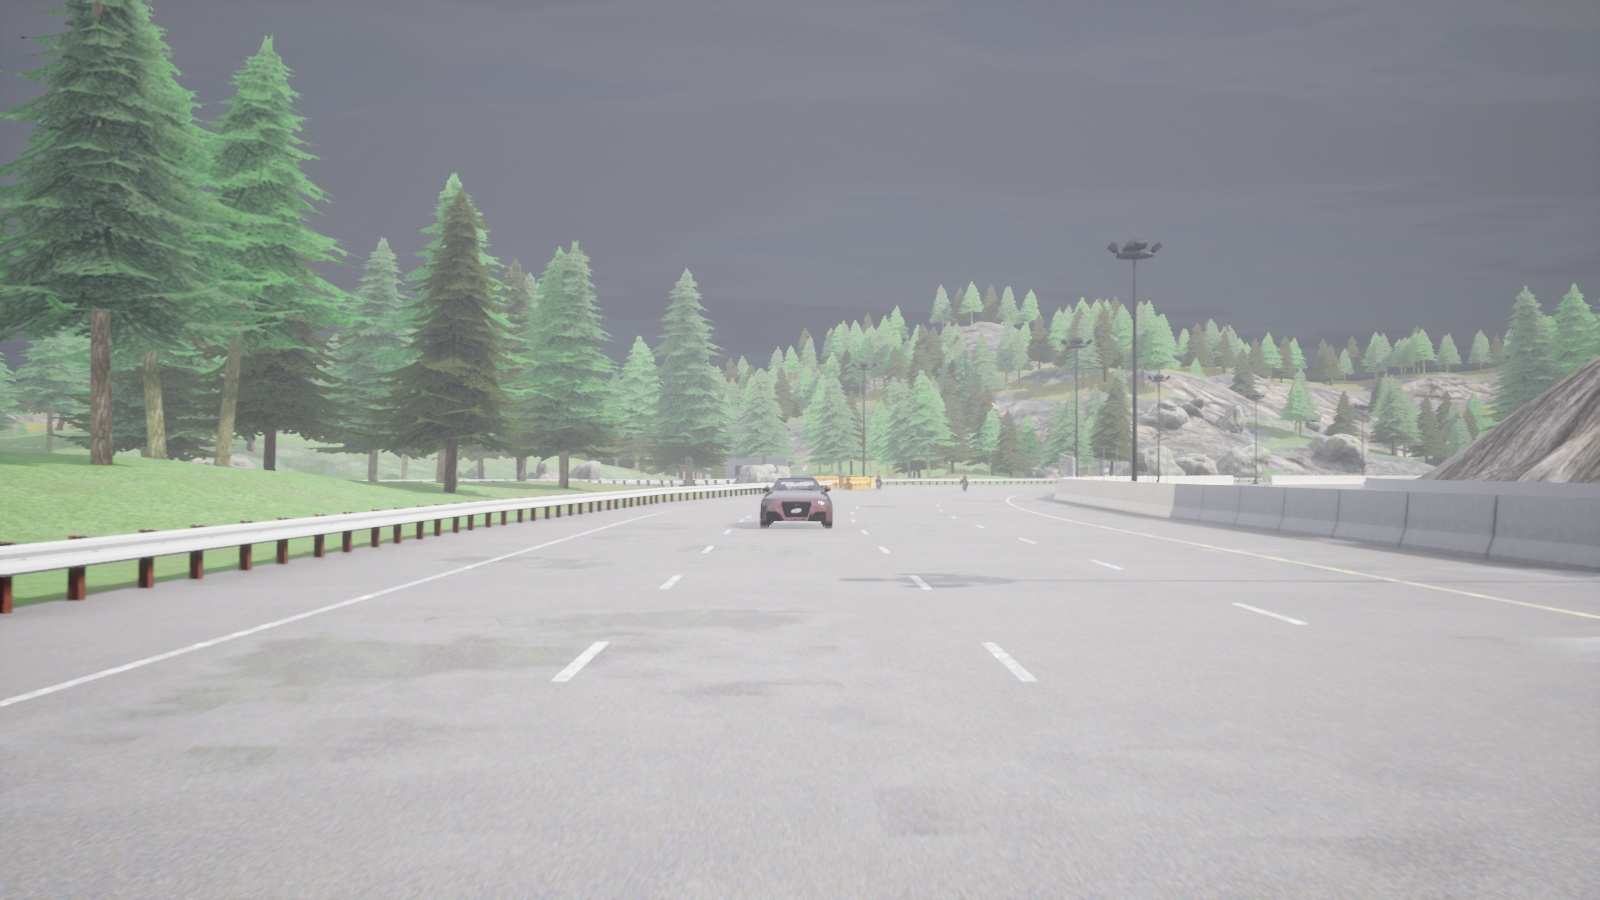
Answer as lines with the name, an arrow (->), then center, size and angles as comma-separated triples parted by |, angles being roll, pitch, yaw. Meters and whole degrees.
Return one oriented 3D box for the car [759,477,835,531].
car -> -0.082, 1.469, 35.227 | 1.994, 1.385, 4.181 | 0, -1, 0
